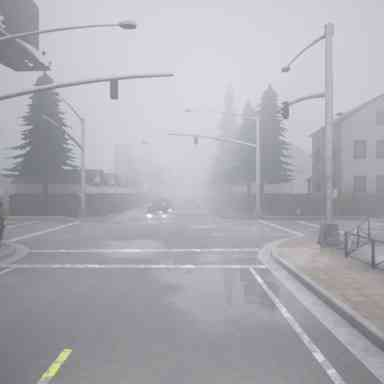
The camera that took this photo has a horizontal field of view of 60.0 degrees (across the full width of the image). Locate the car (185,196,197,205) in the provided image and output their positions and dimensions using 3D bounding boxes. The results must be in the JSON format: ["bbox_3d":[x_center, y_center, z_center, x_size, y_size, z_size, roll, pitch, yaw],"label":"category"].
[{"bbox_3d":[-0.155,1.490,59.151,2.128,1.511,4.902,0,0,0],"label":"car"}]

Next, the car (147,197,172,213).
[{"bbox_3d":[-3.695,1.351,36.946,2.097,1.767,4.553,0,0,0],"label":"car"}]
